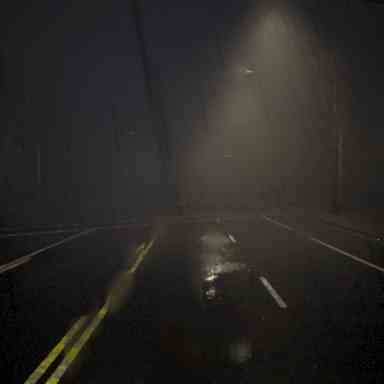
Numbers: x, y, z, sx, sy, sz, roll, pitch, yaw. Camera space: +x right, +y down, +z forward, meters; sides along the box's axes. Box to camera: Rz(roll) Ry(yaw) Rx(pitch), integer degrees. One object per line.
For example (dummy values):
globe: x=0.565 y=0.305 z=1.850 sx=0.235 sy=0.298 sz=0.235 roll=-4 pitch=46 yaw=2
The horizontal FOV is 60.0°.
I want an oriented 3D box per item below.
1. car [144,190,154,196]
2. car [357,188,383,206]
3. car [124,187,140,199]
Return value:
car: x=-10.493 y=0.298 z=80.533 sx=1.812 sy=1.442 sz=4.674 roll=0 pitch=1 yaw=0
car: x=21.541 y=0.511 z=37.246 sx=5.566 sy=2.045 sz=2.150 roll=0 pitch=1 yaw=1
car: x=-10.495 y=0.203 z=58.579 sx=2.150 sy=2.045 sz=5.566 roll=0 pitch=1 yaw=0
